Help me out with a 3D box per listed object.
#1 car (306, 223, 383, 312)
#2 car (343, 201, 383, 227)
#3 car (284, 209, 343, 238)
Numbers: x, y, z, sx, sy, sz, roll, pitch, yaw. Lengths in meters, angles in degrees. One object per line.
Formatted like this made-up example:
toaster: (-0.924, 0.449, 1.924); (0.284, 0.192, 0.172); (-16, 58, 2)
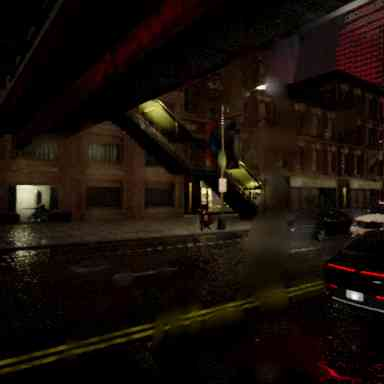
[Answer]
car: (4.818, 1.587, 7.245); (4.892, 1.490, 1.837); (1, 0, -36)
car: (9.577, 1.390, 15.235); (5.566, 2.045, 2.150); (1, 0, -36)
car: (6.918, 1.668, 17.631); (4.892, 1.490, 1.837); (1, 0, -36)
